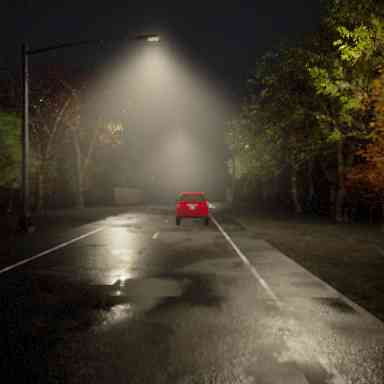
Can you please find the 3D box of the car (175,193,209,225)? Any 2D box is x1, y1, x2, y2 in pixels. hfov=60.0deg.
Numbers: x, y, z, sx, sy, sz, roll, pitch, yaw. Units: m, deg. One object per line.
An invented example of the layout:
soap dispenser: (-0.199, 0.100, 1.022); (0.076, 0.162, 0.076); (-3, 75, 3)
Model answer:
car: (0.012, 1.095, 23.329); (2.150, 2.045, 5.566); (0, -1, -1)

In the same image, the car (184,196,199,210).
car: (-0.068, 1.315, 40.943); (1.812, 1.442, 4.674); (0, 0, 0)
